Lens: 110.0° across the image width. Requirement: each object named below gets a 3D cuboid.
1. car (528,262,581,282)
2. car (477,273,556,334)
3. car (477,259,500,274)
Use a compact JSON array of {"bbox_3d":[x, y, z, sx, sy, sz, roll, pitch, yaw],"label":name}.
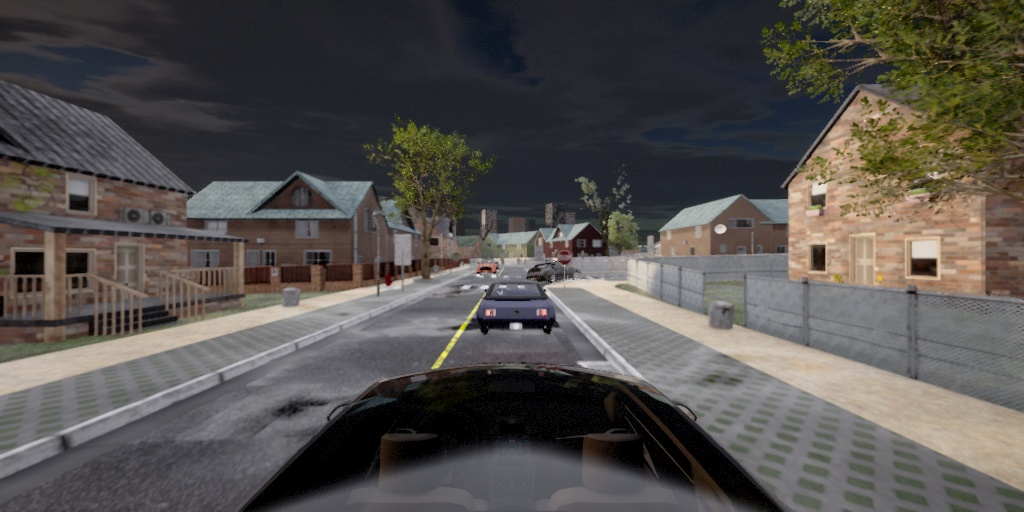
[{"bbox_3d":[3.108,1.203,26.065,1.837,1.490,4.892,-6,-2,43],"label":"car"},{"bbox_3d":[0.099,1.358,10.608,1.895,1.301,4.718,0,0,0],"label":"car"},{"bbox_3d":[-2.851,1.115,41.224,2.097,1.767,4.553,0,0,0],"label":"car"}]
